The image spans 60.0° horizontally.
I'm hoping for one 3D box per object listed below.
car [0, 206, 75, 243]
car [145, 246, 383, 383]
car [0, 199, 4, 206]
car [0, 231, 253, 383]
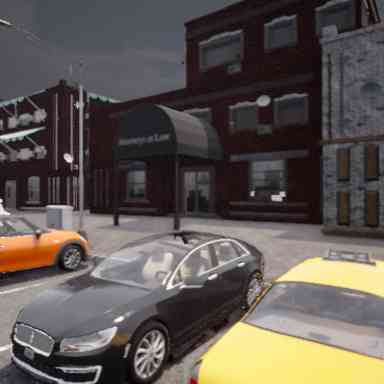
[{"bbox_3d":[-5.034,1.370,8.849,2.185,1.767,4.553,0,0,35],"label":"car"},{"bbox_3d":[2.006,1.478,4.152,1.946,1.575,5.366,0,0,35],"label":"car"},{"bbox_3d":[-9.572,1.273,12.051,2.435,2.045,5.566,-1,0,35],"label":"car"},{"bbox_3d":[-0.369,1.485,5.607,2.231,1.521,4.892,0,0,35],"label":"car"}]
